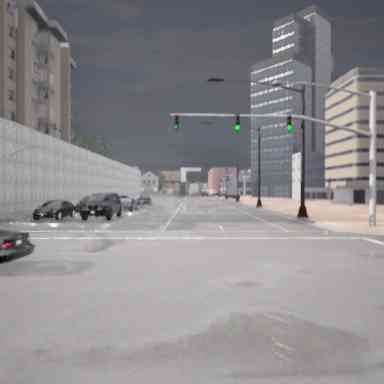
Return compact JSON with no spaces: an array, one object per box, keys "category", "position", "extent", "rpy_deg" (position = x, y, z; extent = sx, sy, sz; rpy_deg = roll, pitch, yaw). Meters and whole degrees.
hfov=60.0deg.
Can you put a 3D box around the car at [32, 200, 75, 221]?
[{"category":"car","position":[-10.597,1.376,25.891],"extent":[1.837,1.490,4.892],"rpy_deg":[0,0,0]}]

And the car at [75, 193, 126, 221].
[{"category":"car","position":[-7.093,1.089,26.519],"extent":[2.150,2.045,5.566],"rpy_deg":[0,0,0]}]

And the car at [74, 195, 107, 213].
[{"category":"car","position":[-10.595,1.178,34.958],"extent":[2.097,1.767,4.553],"rpy_deg":[0,0,0]}]

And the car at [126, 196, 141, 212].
[{"category":"car","position":[-7.094,1.346,36.161],"extent":[1.812,1.442,4.674],"rpy_deg":[0,0,0]}]

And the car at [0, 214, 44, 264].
[{"category":"car","position":[-7.481,1.500,9.573],"extent":[5.357,1.411,2.033],"rpy_deg":[0,0,0]}]

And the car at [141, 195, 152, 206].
[{"category":"car","position":[-7.078,1.244,49.335],"extent":[2.128,1.511,4.902],"rpy_deg":[0,1,0]}]

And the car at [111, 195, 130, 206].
[{"category":"car","position":[-10.577,1.258,49.698],"extent":[1.837,1.490,4.892],"rpy_deg":[0,0,0]}]
